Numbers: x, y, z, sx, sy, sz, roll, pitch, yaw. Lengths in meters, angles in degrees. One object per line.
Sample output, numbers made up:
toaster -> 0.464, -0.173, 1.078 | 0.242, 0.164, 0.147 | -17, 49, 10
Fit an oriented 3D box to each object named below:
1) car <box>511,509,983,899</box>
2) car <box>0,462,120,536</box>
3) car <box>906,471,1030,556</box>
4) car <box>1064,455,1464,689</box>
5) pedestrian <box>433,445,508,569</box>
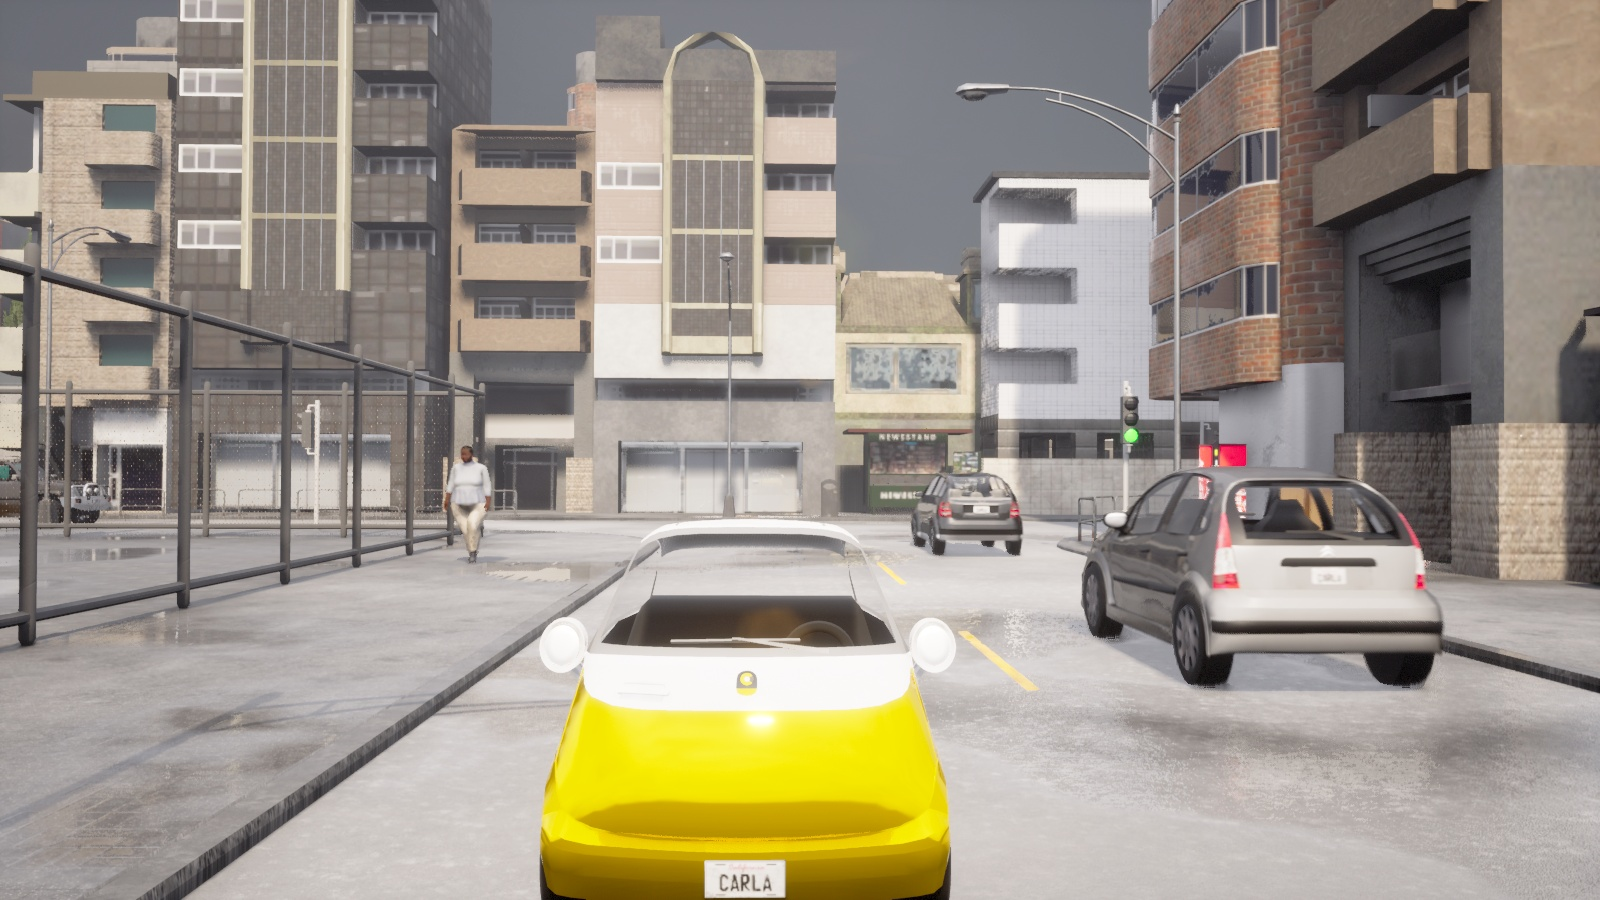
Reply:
car -> -0.190, 0.955, 5.061 | 1.481, 1.376, 2.207 | 0, -1, -1
car -> -20.481, 1.259, 32.573 | 4.605, 1.855, 1.932 | 0, -1, -1
car -> 3.246, 1.198, 24.926 | 1.789, 1.549, 3.705 | 0, -1, -3
car -> 3.653, 0.878, 10.748 | 1.851, 1.617, 3.988 | 0, -1, -2
pedestrian -> -5.053, 0.868, 19.314 | 0.874, 1.855, 0.900 | 0, -1, 4
